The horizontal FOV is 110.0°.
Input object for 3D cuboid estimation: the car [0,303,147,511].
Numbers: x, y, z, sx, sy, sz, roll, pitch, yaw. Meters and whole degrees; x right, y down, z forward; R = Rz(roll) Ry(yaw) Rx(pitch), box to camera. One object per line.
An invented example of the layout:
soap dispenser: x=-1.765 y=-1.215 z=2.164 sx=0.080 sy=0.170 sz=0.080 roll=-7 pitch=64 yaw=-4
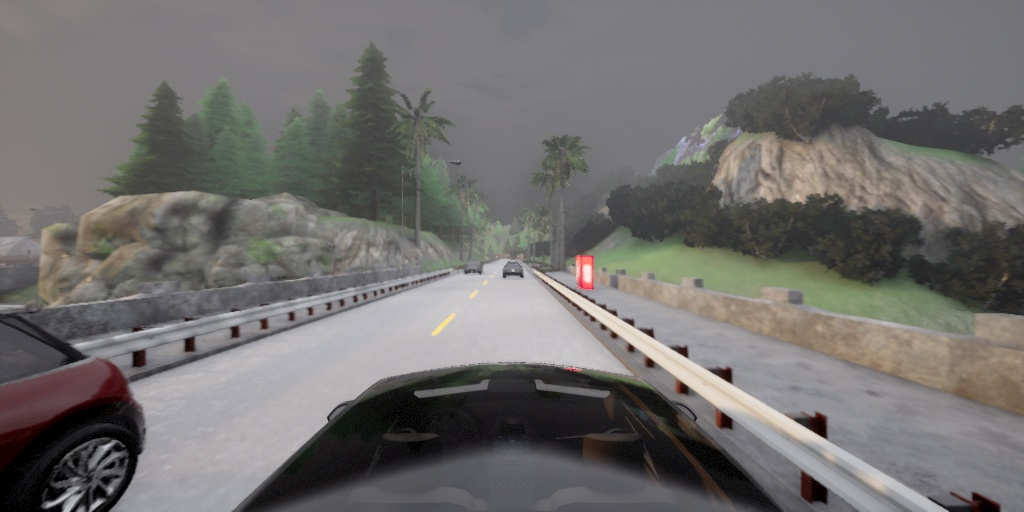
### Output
car: x=-4.099 y=1.101 z=0.992 sx=2.097 sy=1.767 sz=4.553 roll=0 pitch=0 yaw=0

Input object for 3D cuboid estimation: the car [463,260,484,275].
car: x=-4.081 y=1.259 z=38.839 sx=1.837 sy=1.490 sz=4.892 roll=0 pitch=1 yaw=0

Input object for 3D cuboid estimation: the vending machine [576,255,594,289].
vending machine: x=4.296 y=0.949 z=21.049 sx=1.100 sy=2.100 sz=0.880 roll=0 pitch=0 yaw=0

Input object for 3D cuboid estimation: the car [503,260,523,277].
car: x=0.093 y=1.320 z=35.837 sx=1.994 sy=1.385 sz=4.181 roll=0 pitch=0 yaw=0
